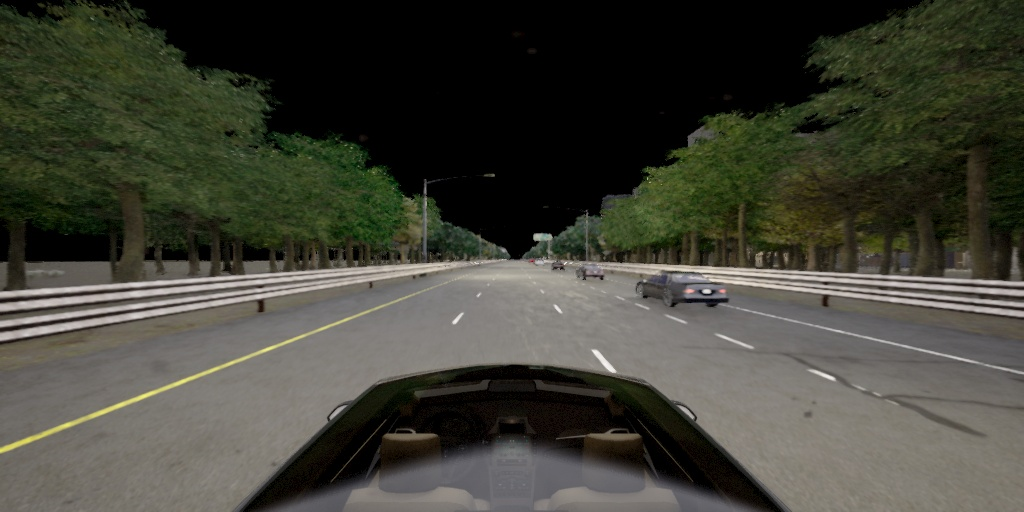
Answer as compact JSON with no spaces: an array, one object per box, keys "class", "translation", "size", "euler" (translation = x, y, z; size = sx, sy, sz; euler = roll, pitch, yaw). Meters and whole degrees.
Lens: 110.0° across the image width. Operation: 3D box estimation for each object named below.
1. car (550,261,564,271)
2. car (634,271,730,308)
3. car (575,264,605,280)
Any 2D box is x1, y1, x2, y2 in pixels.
[{"class":"car","translation":[7.147,1.590,56.819],"size":[1.837,1.490,4.892],"euler":[0,0,0]},{"class":"car","translation":[7.006,1.337,15.412],"size":[2.033,1.411,5.357],"euler":[0,0,0]},{"class":"car","translation":[7.042,1.447,32.811],"size":[2.033,1.411,5.357],"euler":[0,0,0]}]
